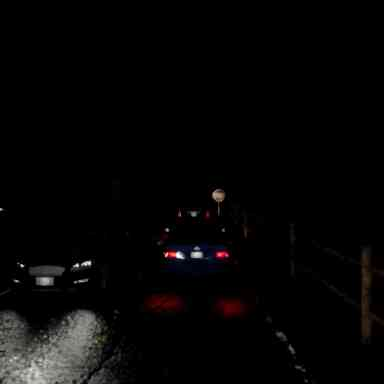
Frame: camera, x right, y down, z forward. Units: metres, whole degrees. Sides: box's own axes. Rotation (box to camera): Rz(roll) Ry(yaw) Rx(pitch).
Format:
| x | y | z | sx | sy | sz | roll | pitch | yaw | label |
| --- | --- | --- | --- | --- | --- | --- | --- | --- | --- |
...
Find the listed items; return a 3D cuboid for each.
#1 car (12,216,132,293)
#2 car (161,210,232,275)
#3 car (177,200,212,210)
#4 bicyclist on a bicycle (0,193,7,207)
| x | y | z | sx | sy | sz | roll | pitch | yaw | label |
| --- | --- | --- | --- | --- | --- | --- | --- | --- | --- |
| -2.840 | 1.452 | 8.874 | 2.128 | 1.511 | 4.902 | 0 | 0 | 0 | car |
| 0.101 | 1.501 | 10.250 | 2.033 | 1.411 | 5.357 | 0 | 0 | 0 | car |
| 0.153 | 1.260 | 20.602 | 2.097 | 1.767 | 4.553 | 0 | 0 | 2 | car |
| -22.487 | 0.959 | 39.484 | 0.582 | 1.620 | 1.656 | 1 | 1 | 1 | bicyclist on a bicycle |
